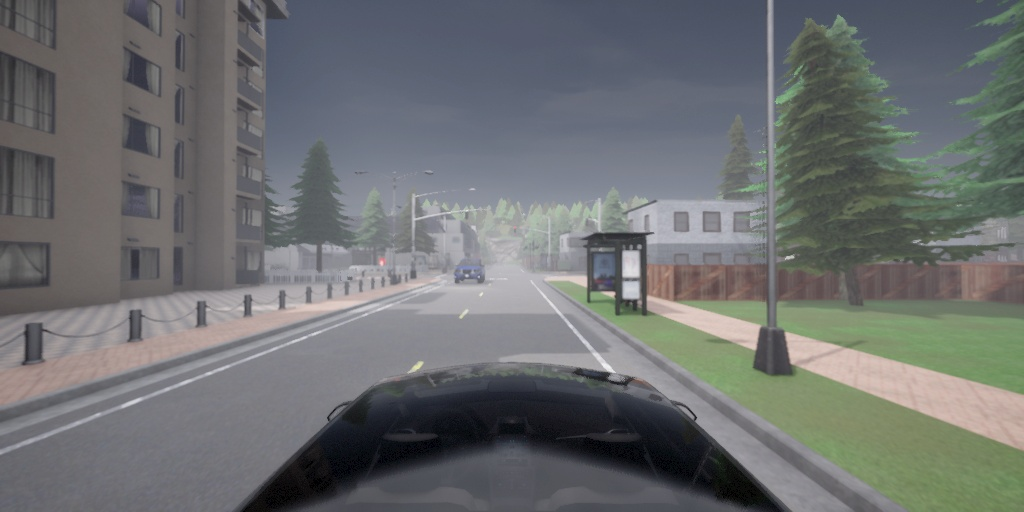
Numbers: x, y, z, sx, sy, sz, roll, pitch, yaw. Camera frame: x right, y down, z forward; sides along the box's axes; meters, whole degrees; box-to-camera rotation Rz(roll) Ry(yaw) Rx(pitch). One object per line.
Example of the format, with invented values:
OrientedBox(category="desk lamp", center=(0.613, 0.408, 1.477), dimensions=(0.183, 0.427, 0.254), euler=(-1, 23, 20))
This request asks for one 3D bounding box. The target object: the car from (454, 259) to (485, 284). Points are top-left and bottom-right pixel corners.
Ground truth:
OrientedBox(category="car", center=(-3.504, 1.229, 30.546), dimensions=(2.150, 2.045, 5.566), euler=(0, -1, 0))
